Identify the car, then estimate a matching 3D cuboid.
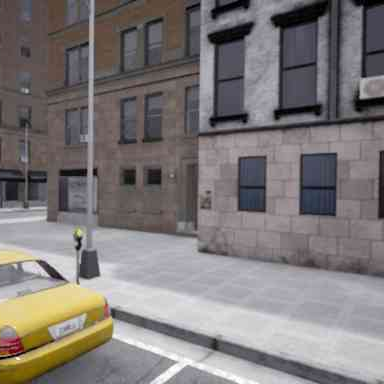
[{"bbox_3d":[-3.318,1.430,4.974,4.829,1.417,1.752,1,1,33],"label":"car"}]
